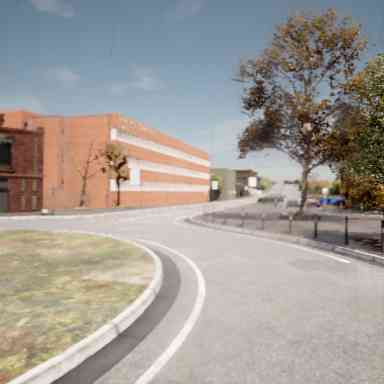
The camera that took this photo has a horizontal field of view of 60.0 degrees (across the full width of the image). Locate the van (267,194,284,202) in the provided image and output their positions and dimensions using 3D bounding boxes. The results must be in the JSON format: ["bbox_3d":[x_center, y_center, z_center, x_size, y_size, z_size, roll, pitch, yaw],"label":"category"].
[{"bbox_3d":[22.526,1.649,89.596,4.442,1.987,1.878,1,0,17],"label":"van"}]

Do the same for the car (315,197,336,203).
[{"bbox_3d":[34.508,2.048,86.114,4.792,1.488,2.163,1,0,17],"label":"car"}]

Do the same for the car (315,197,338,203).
[{"bbox_3d":[33.672,2.006,83.417,5.008,1.535,2.097,1,0,17],"label":"car"}]

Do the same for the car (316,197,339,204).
[{"bbox_3d":[32.868,1.994,80.710,5.008,1.535,2.097,1,0,17],"label":"car"}]

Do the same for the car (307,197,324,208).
[{"bbox_3d":[20.184,1.891,55.142,1.895,1.301,4.718,1,0,17],"label":"car"}]

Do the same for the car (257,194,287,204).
[{"bbox_3d":[16.756,1.527,70.676,5.566,2.045,2.435,1,0,17],"label":"car"}]

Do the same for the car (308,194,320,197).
[{"bbox_3d":[22.617,1.705,63.395,2.097,1.767,4.553,1,0,17],"label":"car"}]

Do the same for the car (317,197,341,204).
[{"bbox_3d":[32.065,1.983,78.003,4.892,1.521,2.231,1,0,17],"label":"car"}]

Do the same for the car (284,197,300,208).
[{"bbox_3d":[16.108,1.789,52.746,1.994,1.385,4.181,1,0,16],"label":"car"}]

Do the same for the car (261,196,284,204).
[{"bbox_3d":[18.384,1.810,76.088,5.008,1.535,2.097,1,0,17],"label":"car"}]

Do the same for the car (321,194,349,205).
[{"bbox_3d":[27.993,1.773,64.476,4.553,1.767,2.185,1,1,16],"label":"car"}]

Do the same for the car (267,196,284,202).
[{"bbox_3d":[23.213,1.925,92.339,4.674,1.452,2.002,1,0,17],"label":"car"}]

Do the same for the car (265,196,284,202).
[{"bbox_3d":[21.579,1.890,86.929,4.792,1.488,2.163,1,0,17],"label":"car"}]
